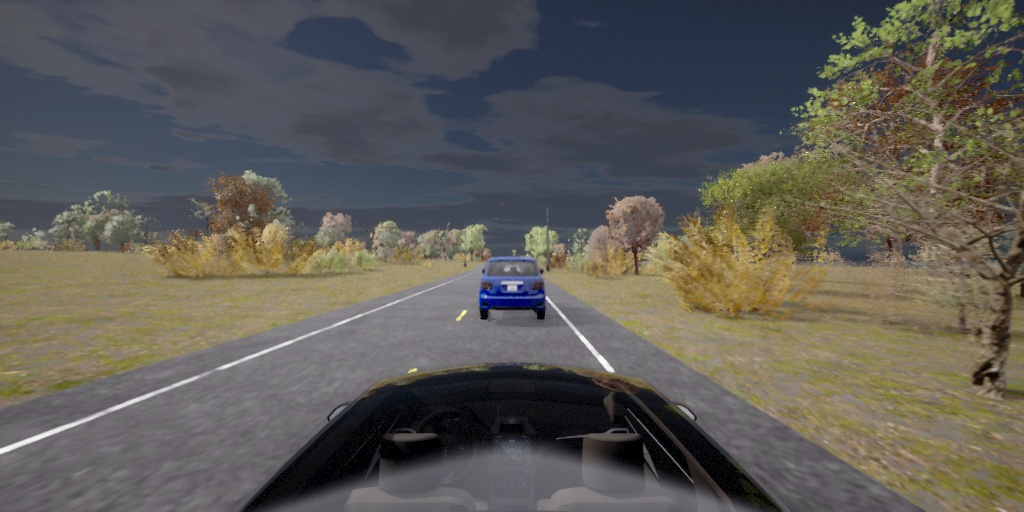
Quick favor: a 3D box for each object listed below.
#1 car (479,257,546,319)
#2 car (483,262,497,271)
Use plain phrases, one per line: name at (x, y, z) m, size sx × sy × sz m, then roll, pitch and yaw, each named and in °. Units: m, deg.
car at (0.032, 1.047, 13.281) m, size 2.150 × 2.045 × 5.566 m, roll 0°, pitch 0°, yaw 1°
car at (-3.559, 1.700, 59.038) m, size 1.994 × 1.385 × 4.181 m, roll 0°, pitch 0°, yaw 0°
